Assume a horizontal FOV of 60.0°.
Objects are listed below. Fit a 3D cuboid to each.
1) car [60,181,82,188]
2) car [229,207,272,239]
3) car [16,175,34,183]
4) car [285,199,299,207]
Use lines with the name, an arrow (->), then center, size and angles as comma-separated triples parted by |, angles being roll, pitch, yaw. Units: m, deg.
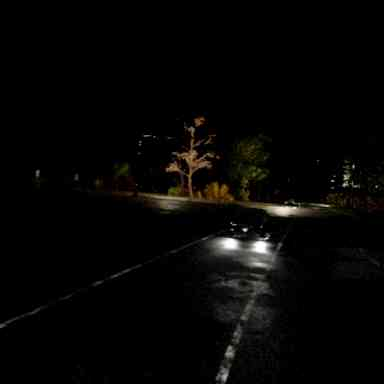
car -> -25.362, -1.663, 69.794 | 4.674, 1.442, 1.812 | 5, 1, 19
car -> 3.395, 1.660, 18.706 | 1.837, 1.490, 4.892 | 3, 0, 19
car -> -36.742, -2.889, 73.626 | 4.553, 1.767, 2.097 | 5, 1, 19
car -> 21.561, 2.347, 72.635 | 2.097, 1.767, 4.553 | 3, 0, 18
